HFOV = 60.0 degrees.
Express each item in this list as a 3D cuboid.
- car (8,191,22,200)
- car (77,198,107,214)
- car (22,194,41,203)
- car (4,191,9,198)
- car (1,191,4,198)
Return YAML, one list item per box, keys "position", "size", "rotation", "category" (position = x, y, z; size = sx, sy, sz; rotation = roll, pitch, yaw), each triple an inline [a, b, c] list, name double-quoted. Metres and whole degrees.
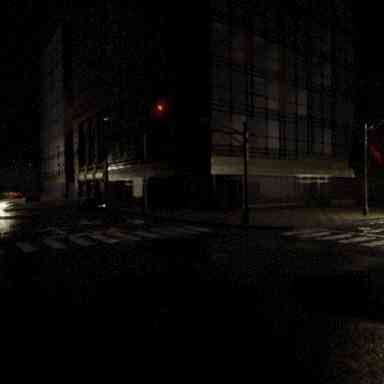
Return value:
- position: [-35.407, 0.832, 67.336]
  size: [1.802, 1.307, 4.206]
  rotation: [-1, 1, -35]
  category: "car"
- position: [-9.186, 1.224, 30.530]
  size: [1.947, 1.339, 4.313]
  rotation: [-1, 1, -35]
  category: "car"
- position: [-25.574, 0.957, 53.533]
  size: [1.887, 1.381, 4.507]
  rotation: [-1, 1, -35]
  category: "car"
- position: [-38.684, 0.746, 71.936]
  size: [2.008, 1.369, 4.403]
  rotation: [-1, 1, -35]
  category: "car"
- position: [-41.962, 0.581, 76.534]
  size: [1.967, 1.590, 4.097]
  rotation: [-1, 1, -35]
  category: "car"
